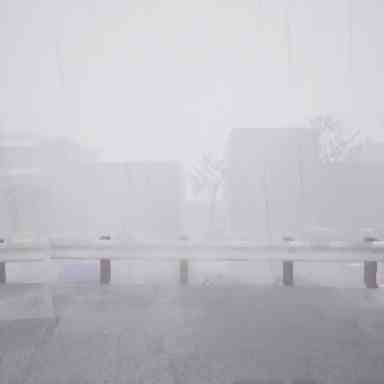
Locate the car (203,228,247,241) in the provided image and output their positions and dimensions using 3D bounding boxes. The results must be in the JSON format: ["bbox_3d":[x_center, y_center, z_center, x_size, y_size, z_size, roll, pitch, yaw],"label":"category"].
[{"bbox_3d":[2.666,4.195,29.949,2.185,1.767,4.553,0,0,-18],"label":"car"}]

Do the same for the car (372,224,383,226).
[{"bbox_3d":[17.478,4.072,29.478,2.435,2.045,5.566,0,0,-18],"label":"car"}]

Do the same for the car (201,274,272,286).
[{"bbox_3d":[1.636,4.476,13.025,2.185,1.767,4.553,0,2,-18],"label":"car"}]

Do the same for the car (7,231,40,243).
[{"bbox_3d":[-15.137,4.311,30.593,1.946,1.575,5.366,0,0,-18],"label":"car"}]

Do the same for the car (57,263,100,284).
[{"bbox_3d":[-4.389,4.350,13.135,2.435,2.045,5.566,0,2,-18],"label":"car"}]

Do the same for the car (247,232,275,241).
[{"bbox_3d":[5.639,4.323,29.836,2.231,1.521,4.892,0,0,-19],"label":"car"}]

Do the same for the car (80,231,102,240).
[{"bbox_3d":[-9.222,4.313,30.425,1.946,1.575,5.366,0,0,-18],"label":"car"}]

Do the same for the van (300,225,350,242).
[{"bbox_3d":[11.508,4.096,29.779,1.878,1.987,4.442,0,0,-18],"label":"van"}]

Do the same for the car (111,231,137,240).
[{"bbox_3d":[-6.183,4.347,30.146,2.163,1.488,4.792,0,0,-18],"label":"car"}]

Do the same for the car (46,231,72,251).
[{"bbox_3d":[-12.110,4.315,30.337,2.097,1.535,5.008,0,0,-18],"label":"car"}]

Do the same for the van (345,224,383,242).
[{"bbox_3d":[14.465,4.097,29.695,1.878,1.987,4.442,0,0,-18],"label":"van"}]

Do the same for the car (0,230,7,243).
[{"bbox_3d":[-18.037,4.313,30.502,2.097,1.535,5.008,0,0,-18],"label":"car"}]

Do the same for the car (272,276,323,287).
[{"bbox_3d":[4.664,4.476,12.948,2.185,1.767,4.553,0,2,-18],"label":"car"}]
